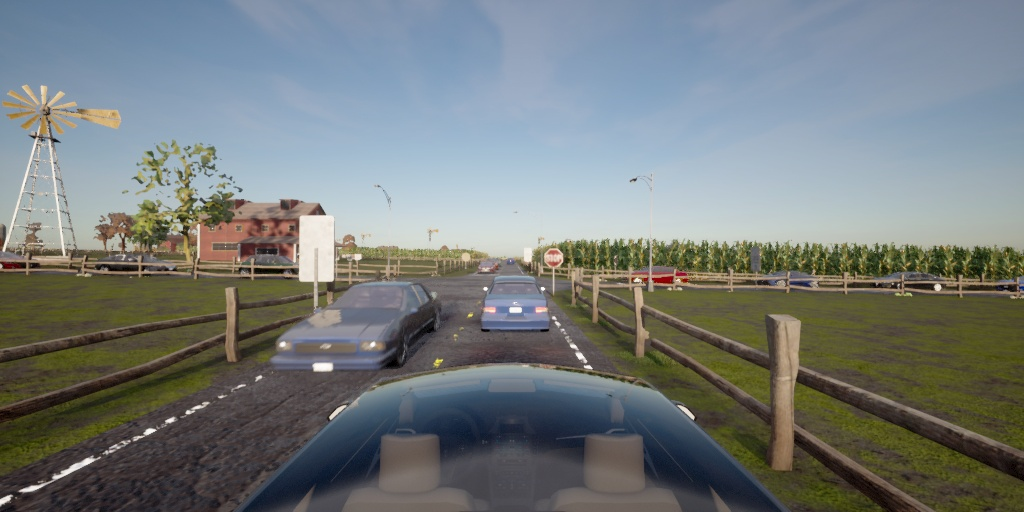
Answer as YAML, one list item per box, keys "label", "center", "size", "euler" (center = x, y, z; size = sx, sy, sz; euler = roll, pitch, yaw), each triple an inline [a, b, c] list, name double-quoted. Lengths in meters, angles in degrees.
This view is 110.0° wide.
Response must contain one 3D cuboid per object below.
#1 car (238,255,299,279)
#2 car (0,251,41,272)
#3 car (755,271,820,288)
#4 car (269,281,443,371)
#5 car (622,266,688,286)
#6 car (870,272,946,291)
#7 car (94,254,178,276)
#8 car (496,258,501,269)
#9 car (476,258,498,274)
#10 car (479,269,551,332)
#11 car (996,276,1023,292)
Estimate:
- label: "car"
  center: [-17.110, 0.721, 26.127]
  size: [4.553, 1.767, 2.097]
  euler: [1, -1, 0]
- label: "car"
  center: [-37.763, 0.370, 26.245]
  size: [5.008, 1.535, 1.882]
  euler: [1, -1, 0]
- label: "car"
  center: [22.118, 1.883, 28.877]
  size: [4.181, 1.385, 1.994]
  euler: [1, -1, 0]
- label: "car"
  center: [-2.867, 1.299, 8.095]
  size: [2.033, 1.411, 5.357]
  euler: [0, 0, 0]
- label: "car"
  center: [11.447, 1.549, 28.925]
  size: [5.008, 1.535, 1.882]
  euler: [2, -1, 0]
- label: "car"
  center: [31.759, 2.046, 28.814]
  size: [4.892, 1.490, 1.837]
  euler: [1, -1, 0]
- label: "car"
  center: [-27.320, 0.623, 26.179]
  size: [4.902, 1.511, 2.128]
  euler: [1, -1, 0]
- label: "car"
  center: [-2.991, 1.133, 51.650]
  size: [2.097, 1.767, 4.553]
  euler: [0, 0, 0]
- label: "car"
  center: [-2.936, 1.296, 41.813]
  size: [1.812, 1.442, 4.674]
  euler: [0, 0, -1]
- label: "car"
  center: [0.075, 1.300, 10.827]
  size: [2.033, 1.411, 5.357]
  euler: [0, 0, 0]
- label: "car"
  center: [42.131, 2.257, 28.728]
  size: [5.008, 1.535, 1.882]
  euler: [1, -1, 1]
